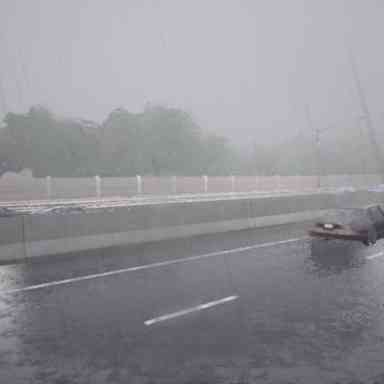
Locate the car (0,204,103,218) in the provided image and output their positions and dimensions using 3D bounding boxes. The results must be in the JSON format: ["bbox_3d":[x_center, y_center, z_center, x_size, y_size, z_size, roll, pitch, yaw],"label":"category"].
[{"bbox_3d":[-6.768,1.367,16.392,4.902,1.511,2.128,-2,1,-36],"label":"car"}]

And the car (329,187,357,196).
[{"bbox_3d":[20.290,0.114,44.608,4.674,1.442,1.812,-3,2,-36],"label":"car"}]

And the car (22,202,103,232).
[{"bbox_3d":[-7.740,1.399,20.009,4.181,1.385,1.994,-2,1,-36],"label":"car"}]

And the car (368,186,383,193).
[{"bbox_3d":[24.986,-0.057,43.682,5.008,1.535,1.882,-3,2,-36],"label":"car"}]

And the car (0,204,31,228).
[{"bbox_3d":[-12.783,1.549,20.682,4.718,1.301,1.895,-2,1,-36],"label":"car"}]

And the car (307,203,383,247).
[{"bbox_3d":[6.751,1.146,12.970,5.357,1.411,2.033,-2,1,-36],"label":"car"}]
